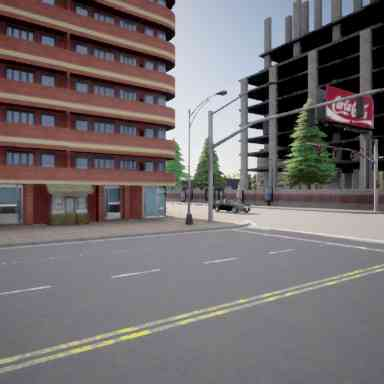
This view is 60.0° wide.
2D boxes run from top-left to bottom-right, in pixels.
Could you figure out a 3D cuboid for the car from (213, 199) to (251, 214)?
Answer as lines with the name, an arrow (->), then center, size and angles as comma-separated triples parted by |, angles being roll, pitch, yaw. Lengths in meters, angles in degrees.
car -> 4.201, 1.491, 35.892 | 2.128, 1.511, 4.902 | 0, 0, -35
